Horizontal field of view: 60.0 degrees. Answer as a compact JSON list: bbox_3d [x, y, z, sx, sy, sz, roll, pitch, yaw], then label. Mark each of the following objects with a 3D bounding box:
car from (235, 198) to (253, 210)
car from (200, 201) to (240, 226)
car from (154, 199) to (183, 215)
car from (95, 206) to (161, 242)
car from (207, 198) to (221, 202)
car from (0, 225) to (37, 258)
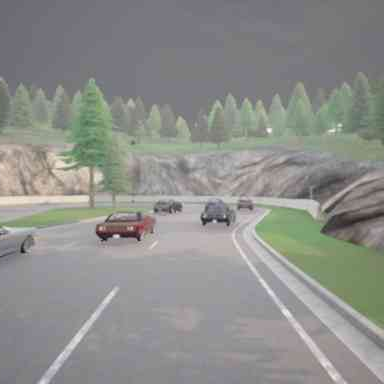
[{"bbox_3d":[6.398,1.434,41.058,2.128,1.511,4.902,0,0,5],"label":"car"},{"bbox_3d":[1.966,1.569,23.195,1.895,1.301,4.718,0,0,14],"label":"car"},{"bbox_3d":[-2.354,1.444,33.790,2.128,1.511,4.902,0,0,16],"label":"car"},{"bbox_3d":[-3.018,1.578,16.296,1.895,1.301,4.718,0,0,4],"label":"car"},{"bbox_3d":[2.629,1.472,39.086,1.812,1.442,4.674,0,0,11],"label":"car"},{"bbox_3d":[-6.819,1.586,10.474,1.895,1.301,4.718,0,0,1],"label":"car"}]
